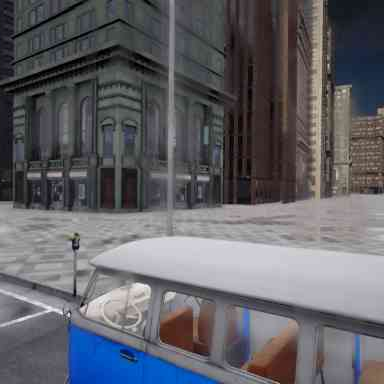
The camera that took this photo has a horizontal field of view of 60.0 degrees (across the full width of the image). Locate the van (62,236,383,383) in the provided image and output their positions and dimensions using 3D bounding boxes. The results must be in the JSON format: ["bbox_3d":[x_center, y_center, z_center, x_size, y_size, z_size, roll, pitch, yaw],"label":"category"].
[{"bbox_3d":[0.722,1.341,2.477,3.998,1.788,1.690,0,1,35],"label":"van"}]
